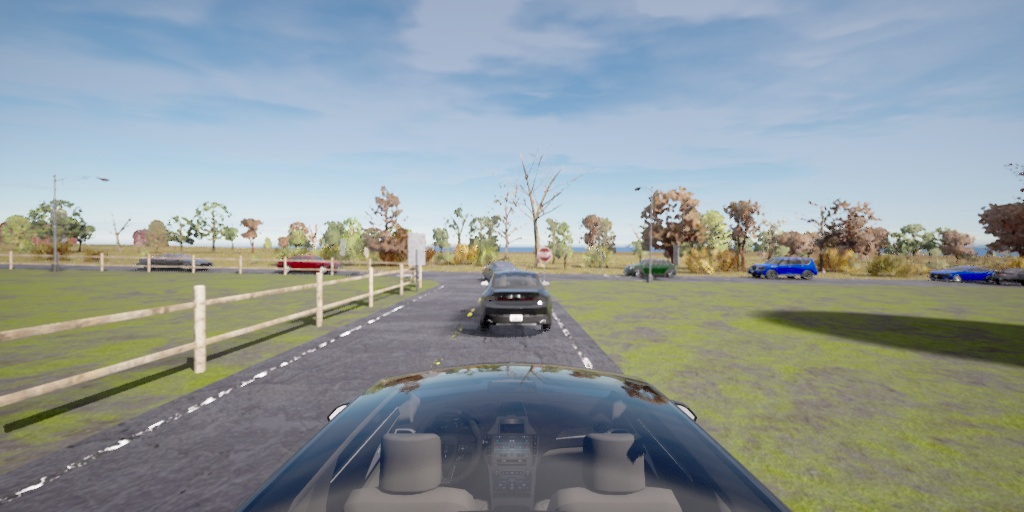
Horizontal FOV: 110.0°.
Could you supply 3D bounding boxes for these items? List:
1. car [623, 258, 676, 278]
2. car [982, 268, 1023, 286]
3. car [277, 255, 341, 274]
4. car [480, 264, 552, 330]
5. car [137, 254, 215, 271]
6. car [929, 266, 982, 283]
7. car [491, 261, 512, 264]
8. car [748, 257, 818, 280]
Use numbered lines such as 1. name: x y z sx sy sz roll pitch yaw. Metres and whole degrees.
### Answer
1. car: 12.866 1.052 33.609 4.553 1.767 2.097 1 1 -1
2. car: 44.334 1.815 30.689 4.902 1.511 2.128 1 1 1
3. car: -17.344 0.686 30.774 5.008 1.535 1.882 1 1 0
4. car: 0.103 1.173 10.784 1.837 1.490 4.892 0 1 0
5. car: -28.797 0.537 30.801 5.357 1.411 2.033 1 1 0
6. car: 42.220 1.695 33.553 5.008 1.535 1.882 1 1 0
7. car: -0.863 1.081 25.764 2.033 1.411 5.357 0 1 -15
8. car: 25.347 1.144 33.625 5.566 2.045 2.150 1 1 0
